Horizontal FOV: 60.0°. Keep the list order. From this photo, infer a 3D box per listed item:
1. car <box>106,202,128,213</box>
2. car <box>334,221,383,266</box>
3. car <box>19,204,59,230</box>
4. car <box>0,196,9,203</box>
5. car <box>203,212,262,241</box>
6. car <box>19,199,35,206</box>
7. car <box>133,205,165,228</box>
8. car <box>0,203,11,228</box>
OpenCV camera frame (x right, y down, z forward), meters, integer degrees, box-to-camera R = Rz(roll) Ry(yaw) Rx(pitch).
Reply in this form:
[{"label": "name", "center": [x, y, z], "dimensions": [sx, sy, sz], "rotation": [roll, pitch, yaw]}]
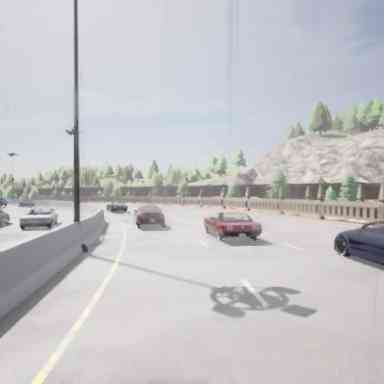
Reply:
[{"label": "car", "center": [-9.311, 1.816, 40.834], "dimensions": [1.895, 1.301, 4.718], "rotation": [0, 0, -25]}, {"label": "car", "center": [6.292, 1.570, 10.435], "dimensions": [1.994, 1.385, 4.181], "rotation": [0, 0, -6]}, {"label": "car", "center": [-10.306, 1.757, 22.679], "dimensions": [1.895, 1.301, 4.718], "rotation": [0, 0, -16]}, {"label": "car", "center": [-34.718, 1.755, 59.743], "dimensions": [2.150, 2.045, 5.566], "rotation": [-1, 0, -42]}, {"label": "car", "center": [1.881, 1.654, 17.027], "dimensions": [1.895, 1.301, 4.718], "rotation": [0, 0, -10]}, {"label": "car", "center": [-29.025, 1.965, 58.596], "dimensions": [1.837, 1.490, 4.892], "rotation": [0, 0, -39]}, {"label": "car", "center": [-3.007, 1.632, 23.033], "dimensions": [1.812, 1.442, 4.674], "rotation": [0, 0, -14]}, {"label": "car", "center": [-14.128, 1.750, 23.191], "dimensions": [1.994, 1.385, 4.181], "rotation": [0, 0, -16]}]
